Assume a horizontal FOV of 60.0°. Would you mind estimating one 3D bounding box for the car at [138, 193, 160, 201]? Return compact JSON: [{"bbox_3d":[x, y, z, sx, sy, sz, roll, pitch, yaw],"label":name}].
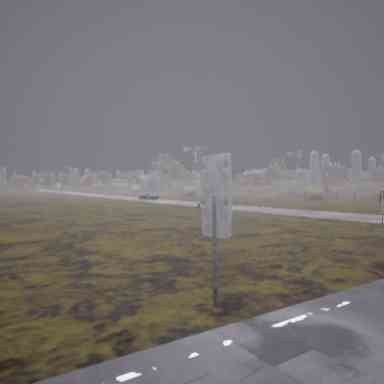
[{"bbox_3d":[-7.302,0.827,56.089,1.895,1.301,4.718,-1,2,-35],"label":"car"}]
